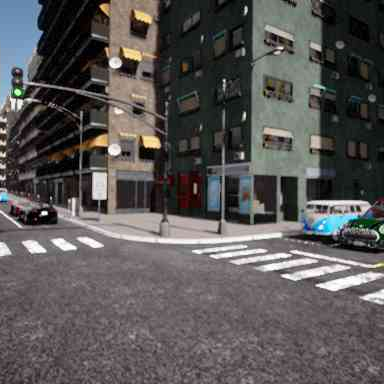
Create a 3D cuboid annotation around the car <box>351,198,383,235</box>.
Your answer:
[{"bbox_3d":[11.563,1.294,19.054,5.009,1.841,2.192,0,1,-34],"label":"car"}]

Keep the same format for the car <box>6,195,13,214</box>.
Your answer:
[{"bbox_3d":[-12.711,1.107,25.314,1.802,1.307,4.206,2,0,-34],"label":"car"}]

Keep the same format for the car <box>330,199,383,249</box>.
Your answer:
[{"bbox_3d":[8.054,1.330,13.611,4.553,1.767,2.097,0,0,-34],"label":"car"}]

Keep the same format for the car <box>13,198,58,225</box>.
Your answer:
[{"bbox_3d":[-9.589,1.205,20.702,1.947,1.339,4.313,2,0,-34],"label":"car"}]

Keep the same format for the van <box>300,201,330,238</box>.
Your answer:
[{"bbox_3d":[6.963,1.305,15.989,3.998,1.788,1.690,0,1,-34],"label":"van"}]

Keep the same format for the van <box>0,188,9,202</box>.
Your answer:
[{"bbox_3d":[-25.193,0.412,43.765,1.690,1.788,3.998,2,0,-34],"label":"van"}]
